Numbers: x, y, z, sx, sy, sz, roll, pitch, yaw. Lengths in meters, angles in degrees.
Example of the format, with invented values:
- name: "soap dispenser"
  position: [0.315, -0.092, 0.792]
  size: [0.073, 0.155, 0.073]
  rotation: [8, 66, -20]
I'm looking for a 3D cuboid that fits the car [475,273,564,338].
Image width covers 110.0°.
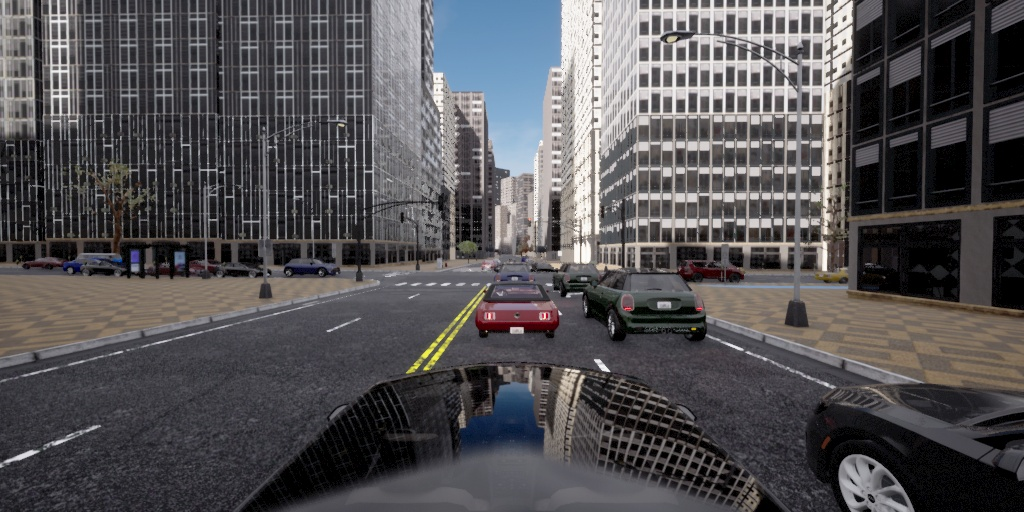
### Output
- name: "car"
  position: [0.112, 1.346, 10.104]
  size: [1.895, 1.301, 4.718]
  rotation: [0, 0, 0]

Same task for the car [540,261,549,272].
- name: "car"
  position: [3.605, 1.278, 43.535]
  size: [1.994, 1.385, 4.181]
  rotation: [0, 0, -8]

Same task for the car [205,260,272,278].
- name: "car"
  position: [-22.681, 1.173, 30.199]
  size: [4.313, 1.339, 1.948]
  rotation: [0, 0, 1]

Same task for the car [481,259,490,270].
- name: "car"
  position: [-3.241, 1.239, 50.572]
  size: [1.812, 1.442, 4.674]
  rotation: [0, 0, 0]

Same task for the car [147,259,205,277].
- name: "car"
  position: [-28.365, 1.137, 30.343]
  size: [4.207, 1.307, 1.802]
  rotation: [0, 0, 1]

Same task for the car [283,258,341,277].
- name: "car"
  position: [-18.178, 0.956, 32.770]
  size: [4.553, 1.767, 2.097]
  rotation: [1, 1, 2]

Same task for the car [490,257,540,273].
- name: "car"
  position: [0.130, 1.092, 19.097]
  size: [2.097, 1.767, 4.553]
  rotation: [0, 0, 0]

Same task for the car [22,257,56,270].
- name: "car"
  position: [-50.902, 0.792, 39.335]
  size: [4.207, 1.307, 1.802]
  rotation: [0, 0, 1]

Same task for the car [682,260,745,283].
- name: "car"
  position: [16.243, 1.268, 29.599]
  size: [5.009, 1.841, 2.192]
  rotation: [0, 0, 1]

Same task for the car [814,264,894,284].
- name: "car"
  position: [27.691, 1.578, 29.380]
  size: [4.829, 1.417, 1.751]
  rotation: [0, 0, 1]

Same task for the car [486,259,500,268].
- name: "car"
  position: [-3.218, 1.249, 60.260]
  size: [2.033, 1.411, 5.357]
  rotation: [0, 0, 0]

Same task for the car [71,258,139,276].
- name: "car"
  position: [-34.045, 1.069, 30.527]
  size: [4.313, 1.339, 1.948]
  rotation: [0, 0, 1]

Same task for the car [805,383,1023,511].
- name: "car"
  position: [3.341, 1.255, 0.953]
  size: [1.837, 1.490, 4.892]
  rotation: [0, 0, 0]

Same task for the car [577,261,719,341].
- name: "car"
  position: [3.356, 1.098, 10.008]
  size: [2.097, 1.767, 4.553]
  rotation: [0, 0, 0]

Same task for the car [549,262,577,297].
- name: "car"
  position: [3.379, 1.092, 18.945]
  size: [2.097, 1.767, 4.553]
  rotation: [0, 0, 0]

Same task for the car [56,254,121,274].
- name: "car"
  position: [-38.432, 0.898, 33.260]
  size: [5.008, 1.535, 1.882]
  rotation: [1, 1, 2]
